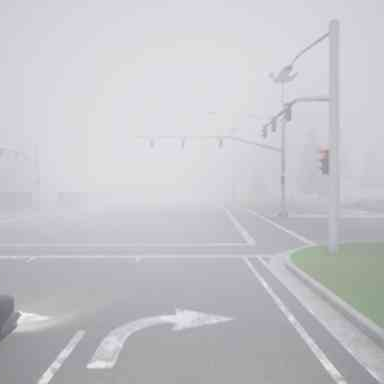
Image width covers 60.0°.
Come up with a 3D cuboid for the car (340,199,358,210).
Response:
[{"bbox_3d":[20.237,1.391,38.744,5.357,1.411,2.033,0,0,-1],"label":"car"}]

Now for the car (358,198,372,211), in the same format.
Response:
[{"bbox_3d":[20.480,1.421,35.246,4.181,1.385,1.994,0,0,-1],"label":"car"}]

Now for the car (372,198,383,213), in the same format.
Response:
[{"bbox_3d":[20.453,1.363,31.747,4.902,1.511,2.128,0,0,-1],"label":"car"}]

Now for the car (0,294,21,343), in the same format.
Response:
[{"bbox_3d":[-3.412,1.538,2.353,2.033,1.411,5.357,0,0,0],"label":"car"}]
